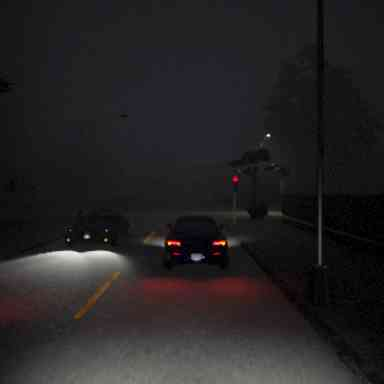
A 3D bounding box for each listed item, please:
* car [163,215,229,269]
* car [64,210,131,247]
[{"bbox_3d":[0.119,1.471,10.762,1.812,1.442,4.674,0,0,0],"label":"car"},{"bbox_3d":[-3.973,1.490,14.580,1.994,1.385,4.181,0,0,0],"label":"car"}]
